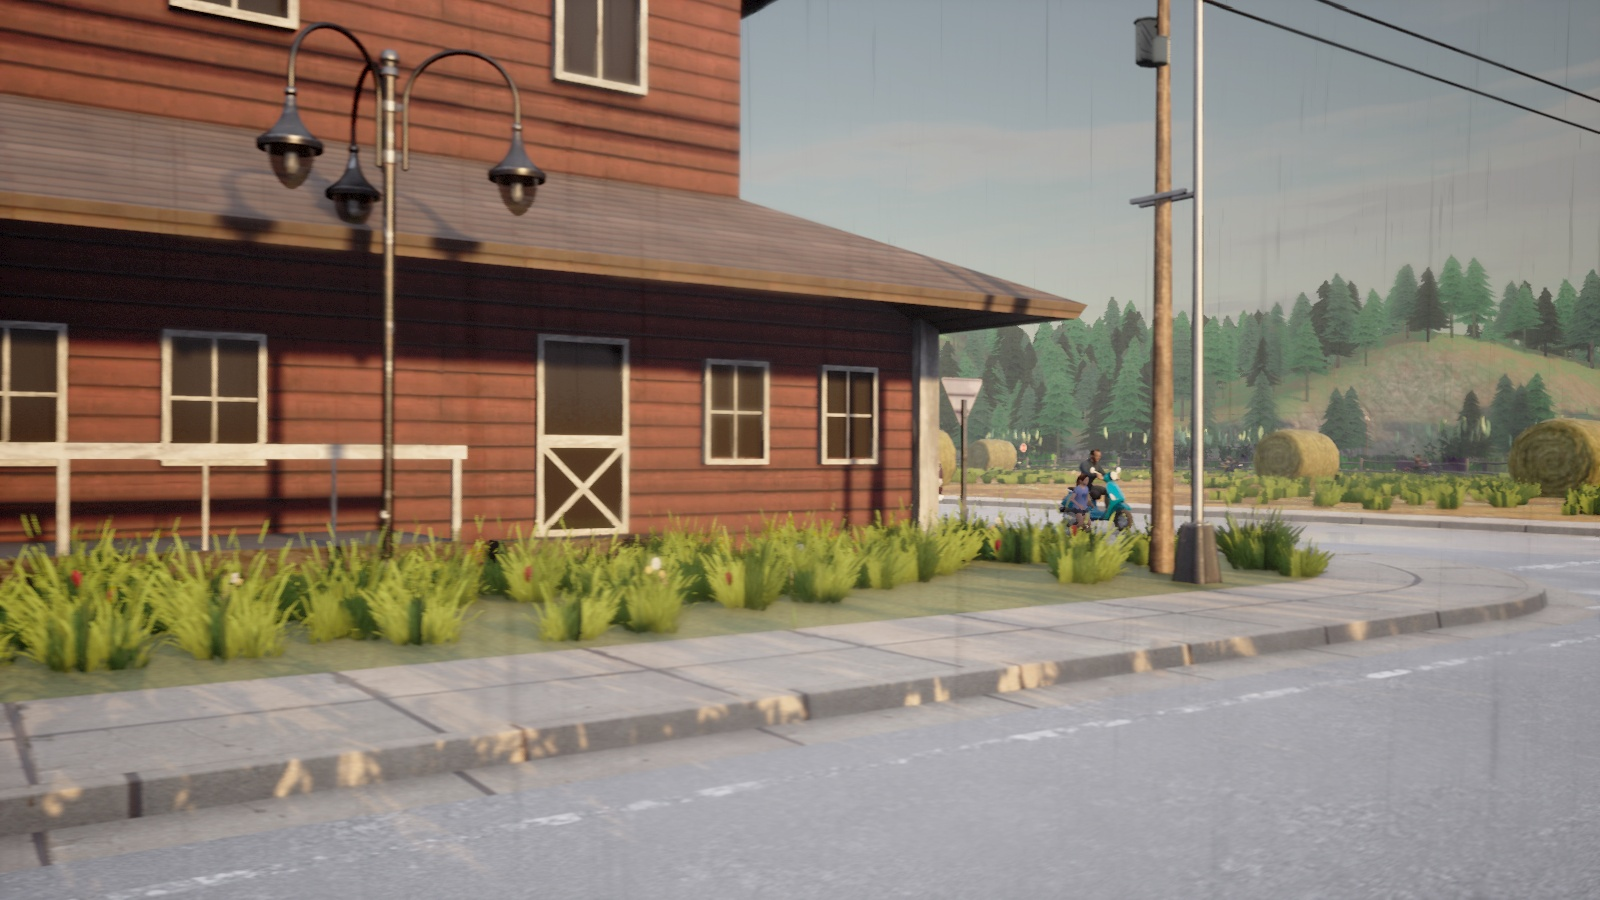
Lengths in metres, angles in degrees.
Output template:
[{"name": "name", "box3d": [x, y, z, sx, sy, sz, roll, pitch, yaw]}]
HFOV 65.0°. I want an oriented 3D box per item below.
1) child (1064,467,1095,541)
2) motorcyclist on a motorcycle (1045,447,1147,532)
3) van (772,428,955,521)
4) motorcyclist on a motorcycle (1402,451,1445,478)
[{"name": "child", "box3d": [4.250, 0.820, 19.119, 0.255, 1.110, 0.394, 0, 0, -35]}, {"name": "motorcyclist on a motorcycle", "box3d": [5.768, 0.748, 24.586, 0.866, 1.590, 1.817, 0, 0, -36]}, {"name": "van", "box3d": [1.454, 0.529, 30.592, 2.069, 2.038, 4.480, 0, 1, -36]}, {"name": "motorcyclist on a motorcycle", "box3d": [38.758, 0.888, 78.108, 0.766, 1.649, 2.350, 0, 0, -32]}]
